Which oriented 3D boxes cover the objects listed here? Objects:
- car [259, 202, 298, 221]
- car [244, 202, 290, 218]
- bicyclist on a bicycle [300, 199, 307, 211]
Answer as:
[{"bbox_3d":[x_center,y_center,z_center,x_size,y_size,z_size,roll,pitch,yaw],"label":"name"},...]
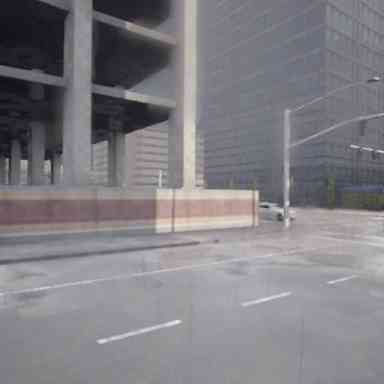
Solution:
[{"bbox_3d":[7.252,1.782,29.932,1.812,1.442,4.674,1,0,-36],"label":"car"},{"bbox_3d":[7.823,1.820,35.104,1.812,1.442,4.674,1,0,-36],"label":"car"},{"bbox_3d":[15.225,1.728,45.298,1.656,1.620,0.582,0,0,-36],"label":"bicyclist on a bicycle"}]
